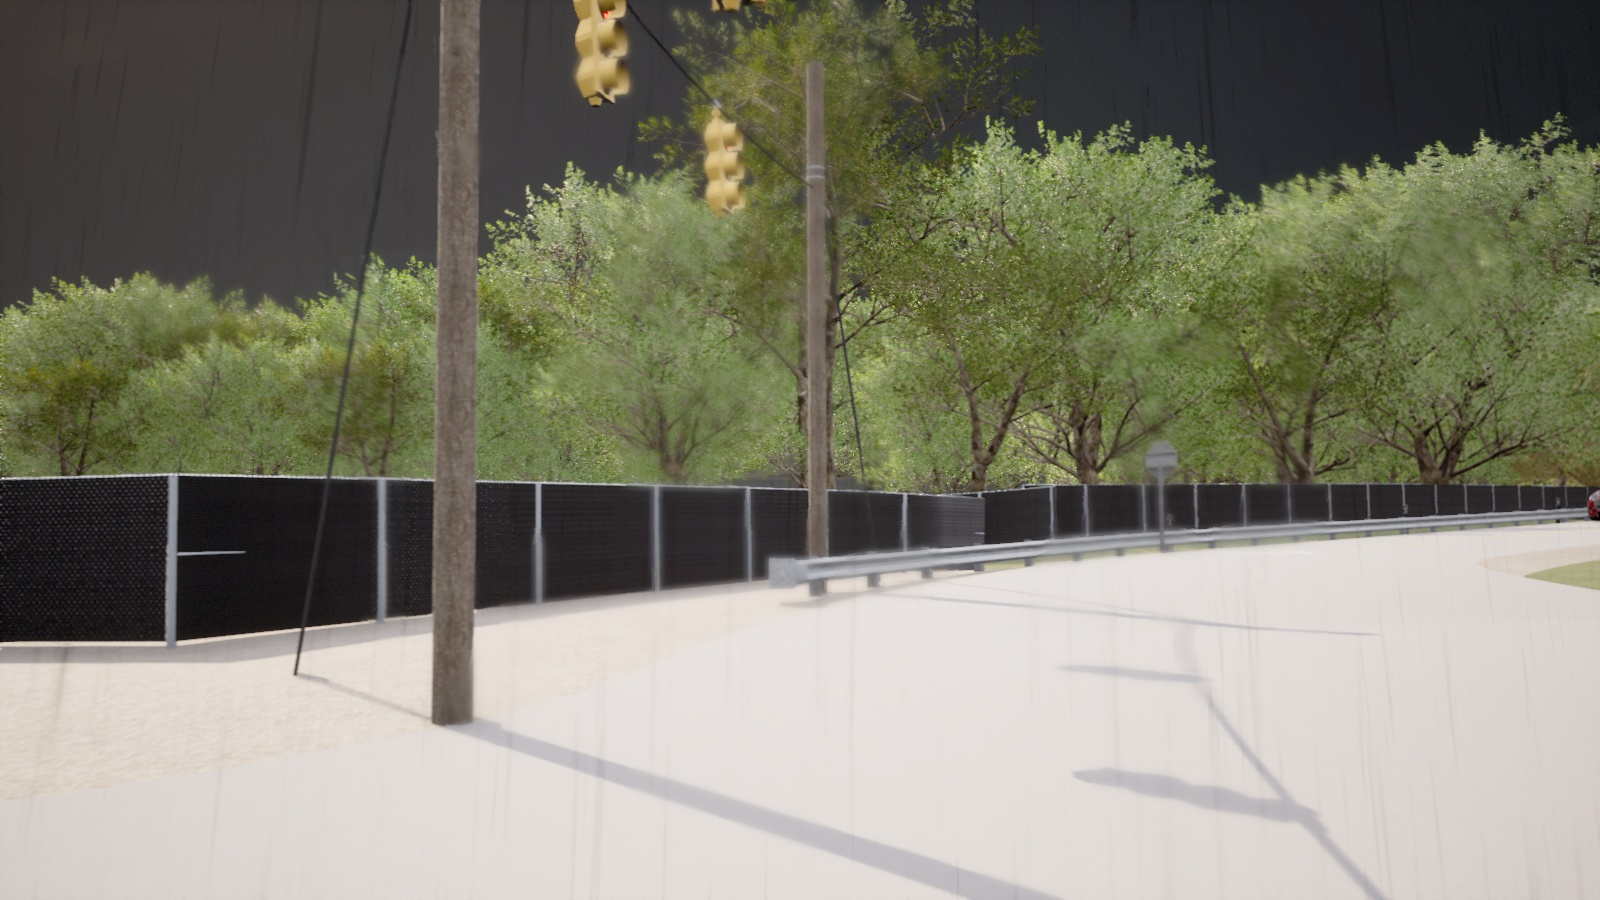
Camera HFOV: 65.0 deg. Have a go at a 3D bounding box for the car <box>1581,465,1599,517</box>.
[{"bbox_3d":[29.513,1.370,44.069,4.553,1.767,2.097,0,-3,-38],"label":"car"}]
